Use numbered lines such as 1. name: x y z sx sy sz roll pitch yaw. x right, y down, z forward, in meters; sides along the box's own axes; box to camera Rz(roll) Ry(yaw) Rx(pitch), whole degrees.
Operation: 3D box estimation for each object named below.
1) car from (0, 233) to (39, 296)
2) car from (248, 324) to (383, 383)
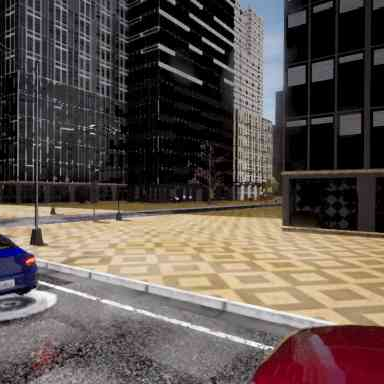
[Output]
1. car: -5.252 1.523 7.427 4.674 1.442 1.812 0 0 36
2. car: 2.351 1.564 2.000 4.181 1.385 1.994 0 0 35
